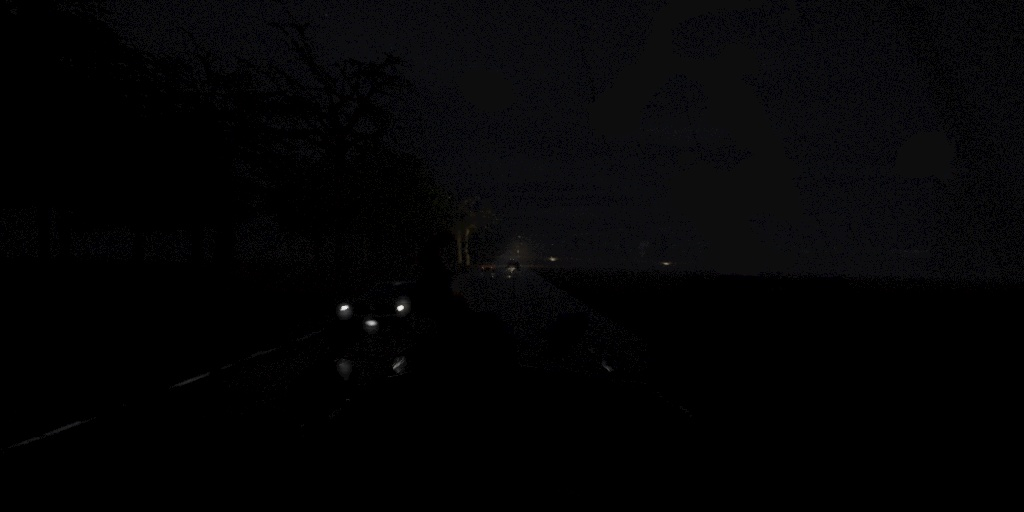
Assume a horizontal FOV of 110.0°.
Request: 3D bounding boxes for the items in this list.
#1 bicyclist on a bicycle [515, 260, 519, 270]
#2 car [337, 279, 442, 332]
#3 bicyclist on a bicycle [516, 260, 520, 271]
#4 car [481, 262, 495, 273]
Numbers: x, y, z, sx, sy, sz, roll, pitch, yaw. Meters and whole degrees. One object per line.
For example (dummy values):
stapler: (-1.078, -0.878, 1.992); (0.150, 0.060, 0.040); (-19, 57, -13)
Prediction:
bicyclist on a bicycle: (0.955, 1.652, 64.957); (0.659, 1.776, 1.843); (0, 0, 0)
car: (-3.601, 1.441, 11.416); (1.895, 1.301, 4.718); (0, -1, 0)
bicyclist on a bicycle: (0.956, 1.674, 55.974); (0.582, 1.620, 1.656); (0, -1, 0)
car: (-3.550, 1.683, 54.008); (1.882, 1.535, 5.008); (0, 0, 1)
